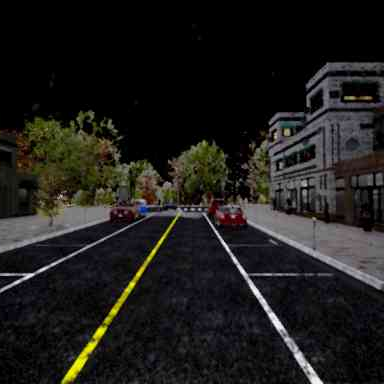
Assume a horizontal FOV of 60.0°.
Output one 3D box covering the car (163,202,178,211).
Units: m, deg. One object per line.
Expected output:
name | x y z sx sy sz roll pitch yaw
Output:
car | -3.051 2.038 47.028 1.895 1.301 4.718 0 -1 0

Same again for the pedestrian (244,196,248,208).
pedestrian | 8.082 1.501 49.592 0.375 1.860 0.375 1 -1 0

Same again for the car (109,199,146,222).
car | -5.708 1.589 29.004 2.192 1.841 5.009 1 -1 0

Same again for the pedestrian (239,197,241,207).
pedestrian | 7.082 1.663 48.988 0.375 1.860 0.375 1 -1 0

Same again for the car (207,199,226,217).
car | 2.679 1.640 34.567 2.192 1.841 5.009 1 -1 0

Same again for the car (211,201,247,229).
car | 2.676 1.664 23.481 1.967 1.590 4.097 1 -1 0
